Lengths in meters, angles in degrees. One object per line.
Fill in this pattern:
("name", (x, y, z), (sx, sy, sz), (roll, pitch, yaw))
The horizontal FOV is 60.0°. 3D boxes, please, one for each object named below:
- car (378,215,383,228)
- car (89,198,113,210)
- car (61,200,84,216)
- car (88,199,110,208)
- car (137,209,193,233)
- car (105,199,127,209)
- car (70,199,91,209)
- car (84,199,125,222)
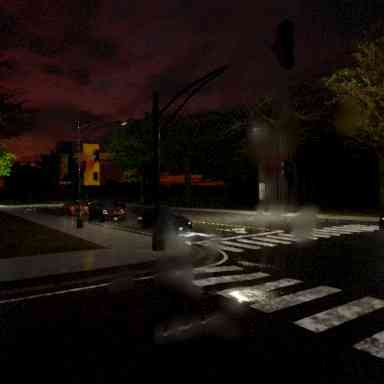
("car", (12.940, 1.520, 18.853), (4.181, 1.385, 1.994), (-1, 1, 32))
("car", (-13.791, 1.781, 50.392), (2.097, 1.767, 4.553), (-1, 0, -35))
("car", (-13.630, 1.820, 38.615), (2.097, 1.767, 4.553), (-1, 0, -35))
("car", (-16.995, 2.011, 60.566), (2.033, 1.411, 5.357), (-1, 0, -35))
("car", (-1.975, 1.818, 22.069), (2.033, 1.411, 5.357), (-1, 0, -29))
("car", (-12.472, 1.891, 54.147), (1.837, 1.490, 4.892), (-1, 0, -35))
("car", (-19.656, 2.077, 58.701), (2.033, 1.411, 5.357), (-1, 0, -35))
("car", (-7.845, 1.721, 30.347), (2.097, 1.767, 4.553), (-1, 0, -35))
